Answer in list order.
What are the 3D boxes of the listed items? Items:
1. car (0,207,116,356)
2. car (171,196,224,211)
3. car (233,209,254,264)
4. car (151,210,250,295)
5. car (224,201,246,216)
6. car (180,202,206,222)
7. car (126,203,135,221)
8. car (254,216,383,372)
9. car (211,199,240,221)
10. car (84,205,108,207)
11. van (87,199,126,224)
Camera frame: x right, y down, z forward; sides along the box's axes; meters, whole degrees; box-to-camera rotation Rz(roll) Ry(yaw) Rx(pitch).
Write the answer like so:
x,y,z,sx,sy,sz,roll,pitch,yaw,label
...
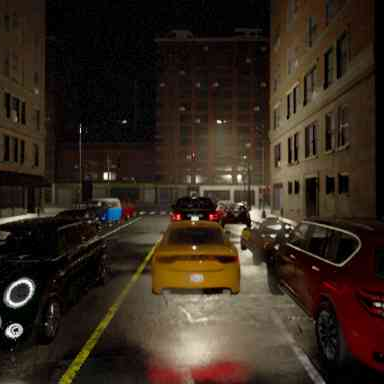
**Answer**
x,y,z,sx,sy,sz,roll,pitch,yaw,label
-3.095,1.348,6.341,2.097,1.767,4.553,0,0,0,car
0.116,1.218,16.512,2.150,2.045,5.566,0,0,0,car
2.684,1.521,11.274,1.752,1.417,4.829,1,0,0,car
0.059,1.474,8.734,1.882,1.535,5.008,0,0,-1,car
2.694,1.437,22.069,1.967,1.590,4.097,1,0,0,car
0.103,1.563,26.981,1.994,1.385,4.181,0,0,1,car
-5.828,1.543,27.560,1.887,1.381,4.507,1,0,0,car
2.681,1.312,5.620,2.192,1.841,5.009,1,0,0,car
2.698,1.439,27.552,1.967,1.590,4.097,1,0,0,car
-5.837,1.562,16.595,1.947,1.339,4.313,1,0,0,car
-5.831,1.338,22.078,1.690,1.788,3.998,1,0,0,van
